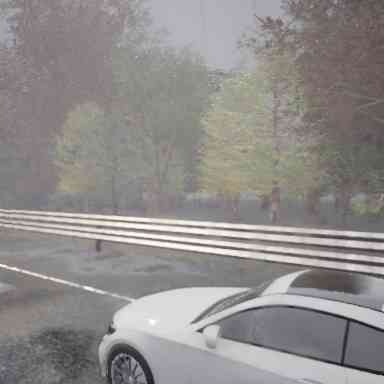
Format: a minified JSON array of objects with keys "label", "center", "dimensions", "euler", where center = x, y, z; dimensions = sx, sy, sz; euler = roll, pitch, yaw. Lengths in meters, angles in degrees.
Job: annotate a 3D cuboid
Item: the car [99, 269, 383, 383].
[{"label":"car","center":[1.139,1.526,3.177],"dimensions":[4.674,1.442,1.812],"euler":[0,0,36]}]
